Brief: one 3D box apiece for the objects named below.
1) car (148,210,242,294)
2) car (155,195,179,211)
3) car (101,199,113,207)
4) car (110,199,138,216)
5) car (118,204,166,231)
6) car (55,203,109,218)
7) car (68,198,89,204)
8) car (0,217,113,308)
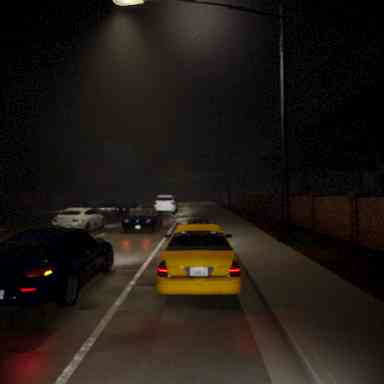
[{"bbox_3d":[0.170,1.478,8.810,1.801,1.575,5.366,0,0,1],"label":"car"},{"bbox_3d":[-2.722,1.327,36.130,2.150,2.045,5.566,0,0,1],"label":"car"},{"bbox_3d":[-13.066,1.746,52.521,2.033,1.411,5.357,0,0,1],"label":"car"},{"bbox_3d":[-6.284,1.664,33.594,2.033,1.411,5.357,0,0,1],"label":"car"},{"bbox_3d":[-2.971,1.668,20.869,1.895,1.301,4.718,0,0,1],"label":"car"},{"bbox_3d":[-6.509,1.608,19.352,1.812,1.442,4.674,0,0,1],"label":"car"},{"bbox_3d":[-16.650,1.701,48.930,2.128,1.511,4.902,0,0,1],"label":"car"},{"bbox_3d":[-3.244,1.563,7.874,1.812,1.442,4.674,0,0,1],"label":"car"}]
